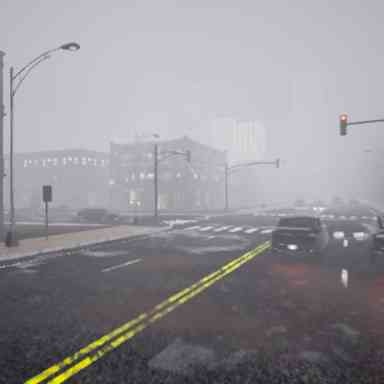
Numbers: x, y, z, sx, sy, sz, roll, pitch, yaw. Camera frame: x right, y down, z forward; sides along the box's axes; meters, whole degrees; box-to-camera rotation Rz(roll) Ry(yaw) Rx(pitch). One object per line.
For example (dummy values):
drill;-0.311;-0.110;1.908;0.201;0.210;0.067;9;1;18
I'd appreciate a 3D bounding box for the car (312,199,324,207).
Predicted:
car;24.330;2.152;64.136;2.128;1.511;4.902;0;-1;25

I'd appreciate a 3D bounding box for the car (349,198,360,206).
car;33.443;2.208;68.332;1.994;1.385;4.181;0;-1;25

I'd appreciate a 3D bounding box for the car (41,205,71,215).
car;-18.005;2.396;45.542;4.206;1.307;1.802;-1;0;25

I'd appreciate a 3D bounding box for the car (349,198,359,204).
car;37.655;2.122;77.406;2.033;1.411;5.357;0;-1;25

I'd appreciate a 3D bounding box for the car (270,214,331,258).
car;4.484;1.645;13.631;1.837;1.490;4.892;0;0;25

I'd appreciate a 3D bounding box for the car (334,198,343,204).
car;34.707;2.099;78.774;1.837;1.490;4.892;0;-1;25

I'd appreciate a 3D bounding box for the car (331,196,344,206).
car;30.332;1.894;69.353;2.150;2.045;5.566;0;-1;25

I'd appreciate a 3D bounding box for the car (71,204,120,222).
car;-9.013;2.157;31.977;4.313;1.339;1.947;-1;0;25

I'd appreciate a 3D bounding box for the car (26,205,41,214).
car;-23.021;2.487;47.878;4.206;1.307;1.802;-1;0;25

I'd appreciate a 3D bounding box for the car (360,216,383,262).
car;7.428;1.614;12.256;2.128;1.511;4.902;0;-1;25

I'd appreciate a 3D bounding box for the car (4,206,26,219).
car;-21.544;2.262;37.943;4.097;1.590;1.967;-1;0;25

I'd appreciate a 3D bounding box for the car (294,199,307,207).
car;21.380;2.126;65.500;1.882;1.535;5.008;0;0;25
